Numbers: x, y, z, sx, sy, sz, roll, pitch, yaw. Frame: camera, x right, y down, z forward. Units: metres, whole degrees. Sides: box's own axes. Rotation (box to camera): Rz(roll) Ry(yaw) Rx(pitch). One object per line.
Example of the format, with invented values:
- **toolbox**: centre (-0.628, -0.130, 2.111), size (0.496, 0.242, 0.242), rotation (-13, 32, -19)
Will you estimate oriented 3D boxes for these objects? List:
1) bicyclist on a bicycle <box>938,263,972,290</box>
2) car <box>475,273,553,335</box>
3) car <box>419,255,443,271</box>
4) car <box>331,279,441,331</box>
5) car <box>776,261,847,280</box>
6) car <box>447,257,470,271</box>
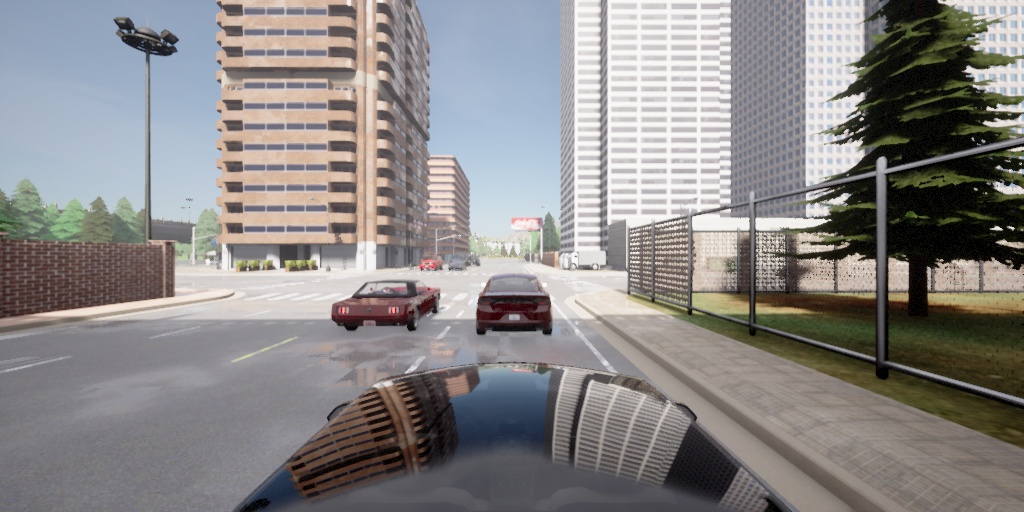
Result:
- **bicyclist on a bicycle**: centre (22.384, 0.982, 18.286), size (0.582, 1.620, 1.656), rotation (0, 0, 0)
- **car**: centre (0.059, 1.221, 10.501), size (1.882, 1.535, 5.008), rotation (0, 0, 0)
- **car**: centre (-10.686, 0.935, 47.687), size (2.150, 2.045, 5.566), rotation (0, 0, 0)
- **car**: centre (-3.455, 1.344, 10.896), size (1.895, 1.301, 4.718), rotation (0, 0, 0)
- **car**: centre (24.339, 1.150, 29.276), size (5.008, 1.535, 1.882), rotation (0, 0, 0)
- **car**: centre (-7.191, 1.261, 47.350), size (2.033, 1.411, 5.357), rotation (0, 0, 0)
